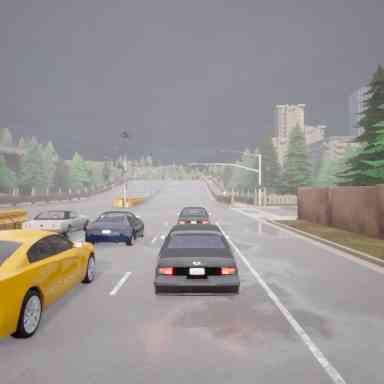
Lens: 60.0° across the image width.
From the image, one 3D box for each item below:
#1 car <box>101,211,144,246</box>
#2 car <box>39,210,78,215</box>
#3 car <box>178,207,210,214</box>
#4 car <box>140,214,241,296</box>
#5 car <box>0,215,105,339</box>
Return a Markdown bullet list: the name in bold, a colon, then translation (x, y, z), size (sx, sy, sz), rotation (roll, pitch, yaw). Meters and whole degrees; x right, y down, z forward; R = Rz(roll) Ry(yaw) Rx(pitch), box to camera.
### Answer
- **car**: translation (-3.419, 1.564, 15.353), size (1.994, 1.385, 4.181), rotation (0, 0, 0)
- **car**: translation (-6.916, 1.601, 17.582), size (1.895, 1.301, 4.718), rotation (0, 0, 0)
- **car**: translation (0.106, 1.547, 18.872), size (2.033, 1.411, 5.357), rotation (0, 0, 1)
- **car**: translation (0.092, 1.547, 8.806), size (2.033, 1.411, 5.357), rotation (0, 0, 0)
- **car**: translation (-3.406, 1.478, 6.596), size (1.882, 1.535, 5.008), rotation (0, 0, 0)
